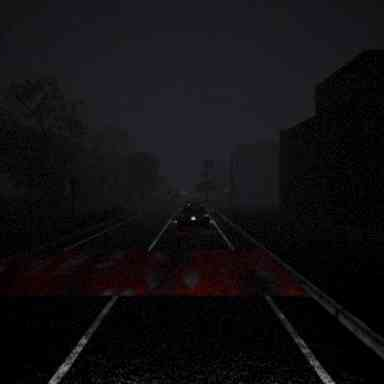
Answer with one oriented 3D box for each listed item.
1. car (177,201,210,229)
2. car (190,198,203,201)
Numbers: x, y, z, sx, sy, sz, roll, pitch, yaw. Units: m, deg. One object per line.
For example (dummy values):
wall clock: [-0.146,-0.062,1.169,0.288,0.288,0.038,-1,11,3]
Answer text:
car: [0.066,1.519,21.265,1.994,1.385,4.181,0,0,0]
car: [0.508,1.433,36.305,1.812,1.442,4.674,0,0,5]
